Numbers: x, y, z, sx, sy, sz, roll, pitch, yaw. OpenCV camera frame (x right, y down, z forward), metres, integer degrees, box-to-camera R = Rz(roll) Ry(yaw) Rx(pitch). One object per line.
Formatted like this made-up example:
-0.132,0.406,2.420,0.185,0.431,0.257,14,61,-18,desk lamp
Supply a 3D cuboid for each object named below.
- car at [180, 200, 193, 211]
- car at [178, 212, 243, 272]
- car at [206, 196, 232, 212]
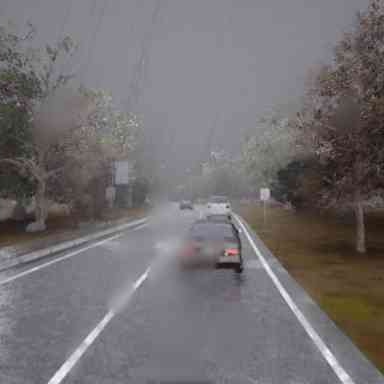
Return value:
-0.773,1.848,46.180,2.033,1.411,5.357,0,0,-1,car
0.696,1.614,11.078,2.033,1.411,5.357,0,0,5,car
2.422,1.418,30.322,2.150,2.045,5.566,0,-1,5,car
